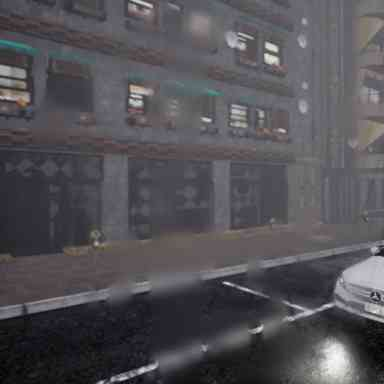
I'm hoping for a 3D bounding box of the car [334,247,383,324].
[{"bbox_3d":[4.695,1.523,6.388,4.674,1.442,1.812,0,0,-35],"label":"car"}]
